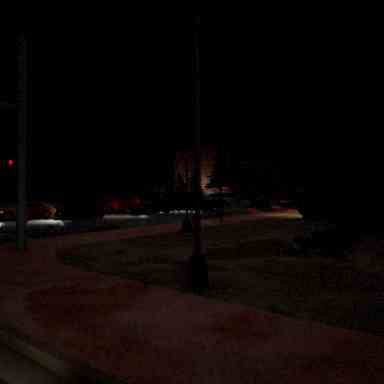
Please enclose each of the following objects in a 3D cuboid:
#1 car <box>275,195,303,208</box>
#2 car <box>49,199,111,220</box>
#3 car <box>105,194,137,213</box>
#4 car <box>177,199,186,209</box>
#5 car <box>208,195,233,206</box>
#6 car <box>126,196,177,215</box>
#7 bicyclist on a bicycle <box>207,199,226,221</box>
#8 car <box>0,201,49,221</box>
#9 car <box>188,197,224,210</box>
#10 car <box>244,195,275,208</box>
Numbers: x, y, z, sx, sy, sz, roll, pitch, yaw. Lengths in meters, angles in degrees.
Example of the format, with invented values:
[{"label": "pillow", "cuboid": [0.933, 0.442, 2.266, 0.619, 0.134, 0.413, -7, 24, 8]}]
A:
[{"label": "car", "cuboid": [14.389, 1.530, 48.166, 2.128, 1.511, 4.902, 0, 0, 37]}, {"label": "car", "cuboid": [-9.467, 1.593, 28.331, 1.994, 1.385, 4.181, 0, 0, 37]}, {"label": "car", "cuboid": [-8.146, 1.257, 35.932, 2.150, 2.045, 5.566, 0, 0, 37]}, {"label": "car", "cuboid": [-1.995, 1.588, 44.133, 2.033, 1.411, 5.357, 0, 0, 37]}, {"label": "car", "cuboid": [4.073, 1.610, 52.156, 1.994, 1.385, 4.181, 0, 0, 38]}, {"label": "car", "cuboid": [-4.197, 1.511, 35.364, 1.882, 1.535, 5.008, 0, 0, 37]}, {"label": "bicyclist on a bicycle", "cuboid": [1.751, 1.322, 24.153, 1.656, 1.620, 0.582, 0, 0, 37]}, {"label": "car", "cuboid": [-14.108, 1.508, 27.988, 1.882, 1.535, 5.008, 0, 0, 37]}, {"label": "car", "cuboid": [1.764, 1.639, 43.297, 1.895, 1.301, 4.718, 0, 0, 37]}, {"label": "car", "cuboid": [9.764, 1.545, 47.926, 1.837, 1.490, 4.892, 0, 0, 38]}]
